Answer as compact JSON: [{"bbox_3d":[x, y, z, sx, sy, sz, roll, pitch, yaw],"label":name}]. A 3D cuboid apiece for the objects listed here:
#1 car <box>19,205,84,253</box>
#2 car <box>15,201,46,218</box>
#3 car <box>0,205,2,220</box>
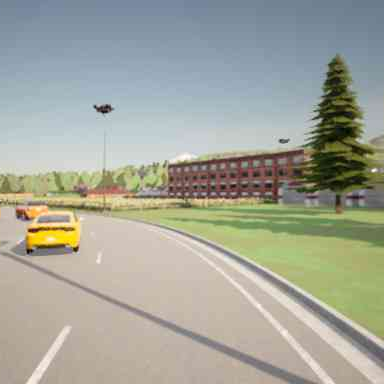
[{"bbox_3d":[-5.793,1.565,14.353,1.882,1.535,5.008,0,0,-17],"label":"car"},{"bbox_3d":[-14.637,1.560,30.464,2.097,1.767,4.553,-1,0,-39],"label":"car"},{"bbox_3d":[-18.343,1.460,29.279,2.150,2.045,5.566,0,0,-39],"label":"car"}]
